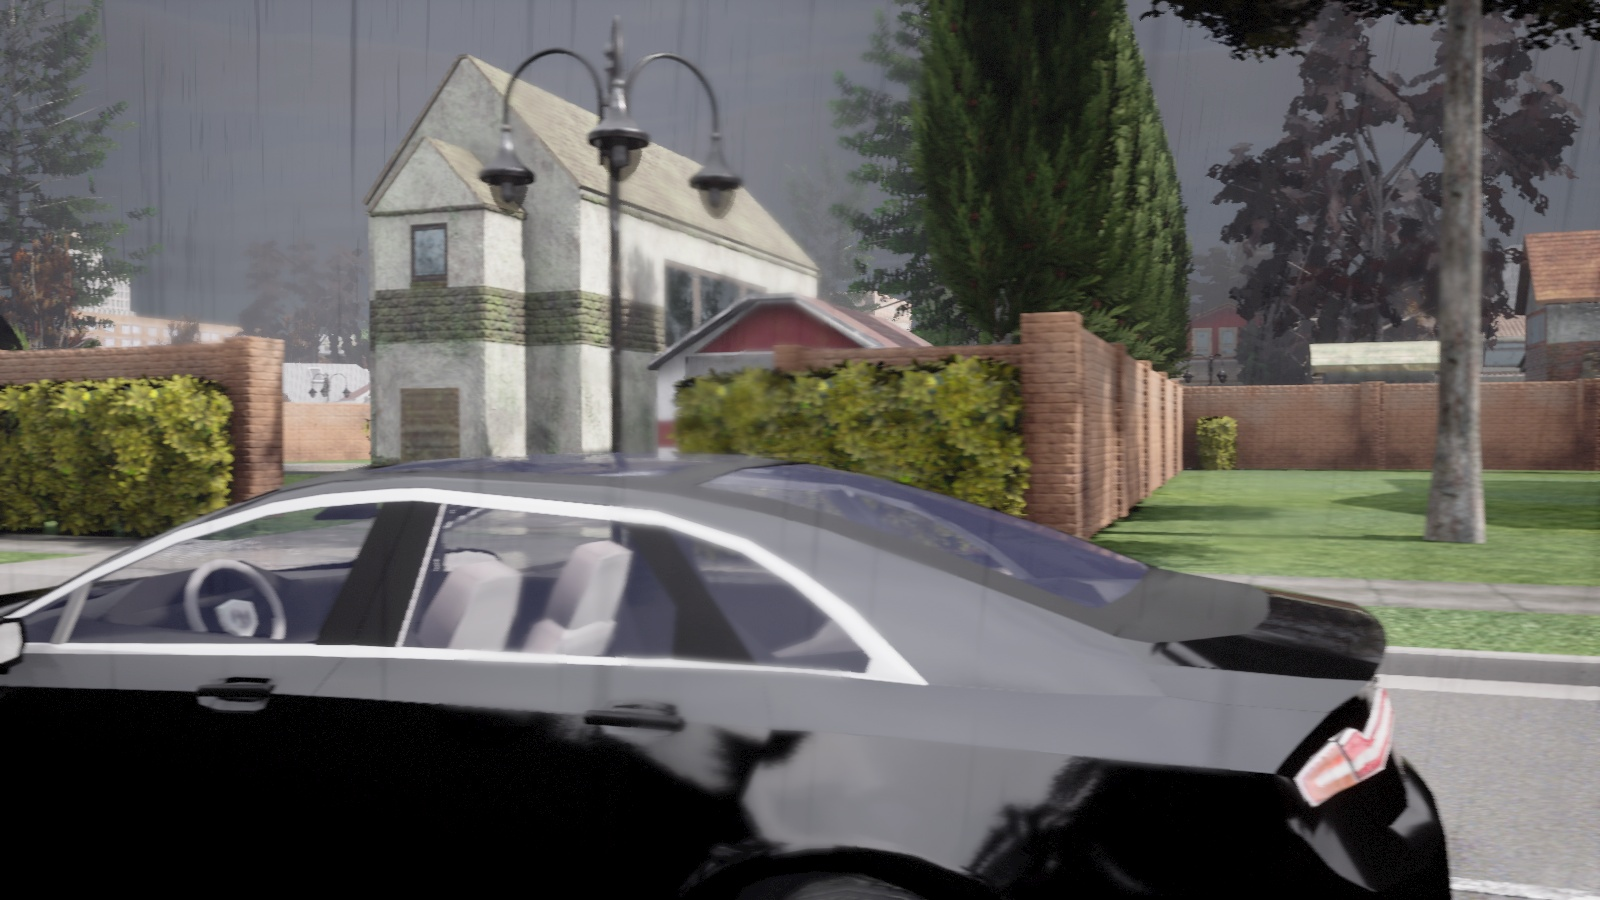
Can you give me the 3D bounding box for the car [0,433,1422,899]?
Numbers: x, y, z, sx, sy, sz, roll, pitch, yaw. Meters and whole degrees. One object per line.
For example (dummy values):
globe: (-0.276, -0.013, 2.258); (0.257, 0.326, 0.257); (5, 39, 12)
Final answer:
car: (-1.065, 0.720, 3.628); (4.902, 1.511, 2.128); (1, 1, 20)
